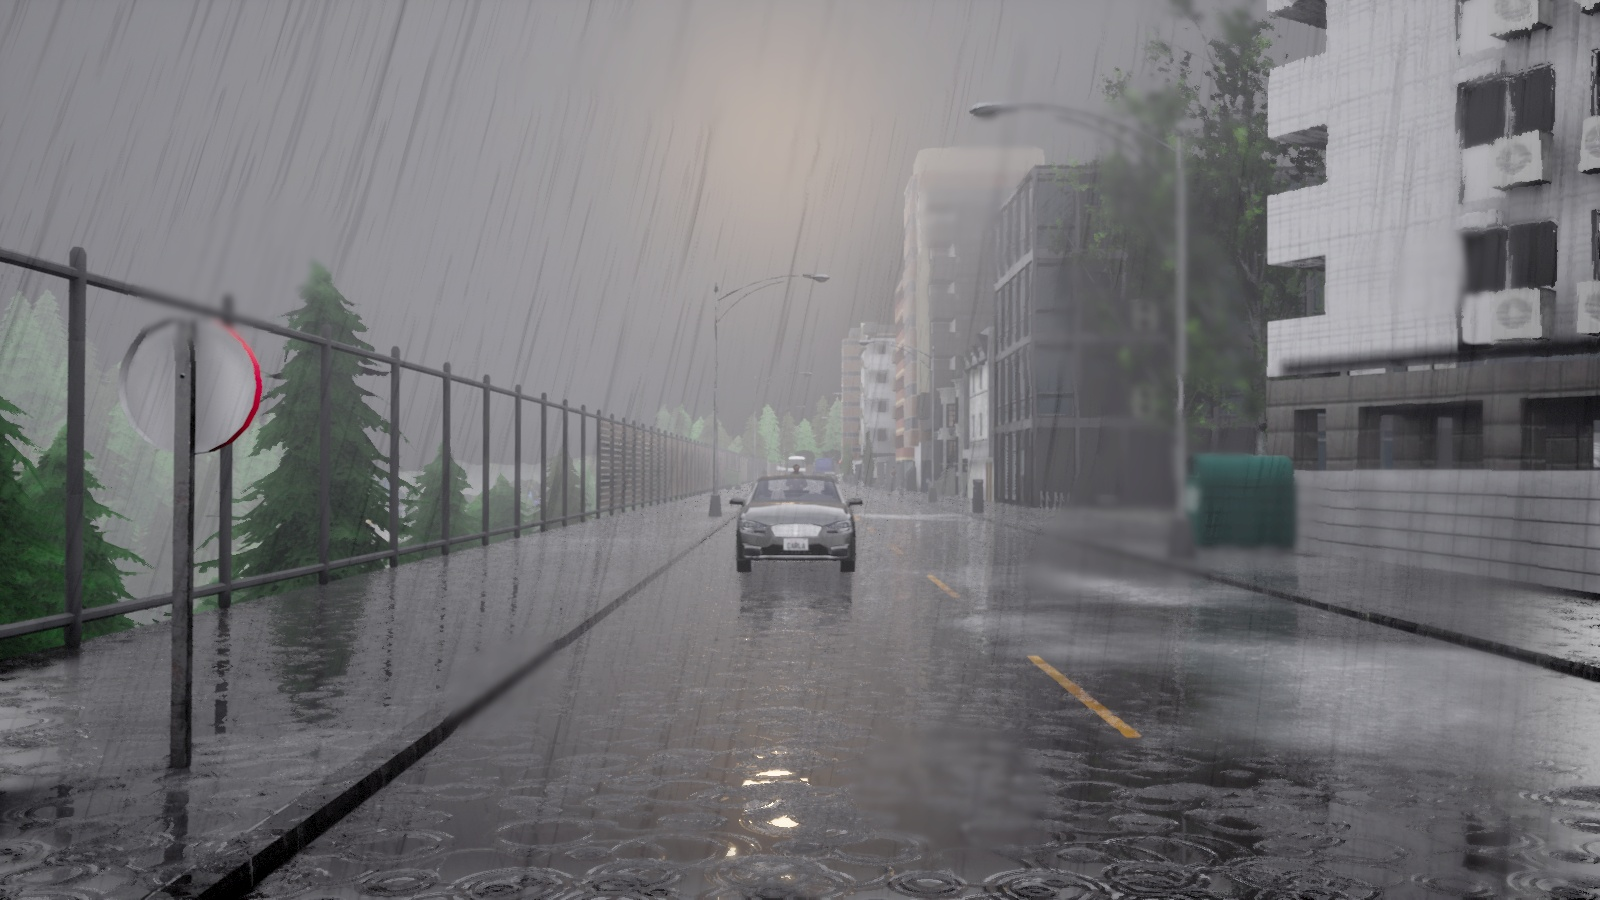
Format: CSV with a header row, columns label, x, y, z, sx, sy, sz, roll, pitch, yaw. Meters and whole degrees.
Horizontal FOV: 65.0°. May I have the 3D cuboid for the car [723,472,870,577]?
label,x,y,z,sx,sy,sz,roll,pitch,yaw
car,-0.054,1.115,20.644,2.128,1.511,4.902,0,-1,0
